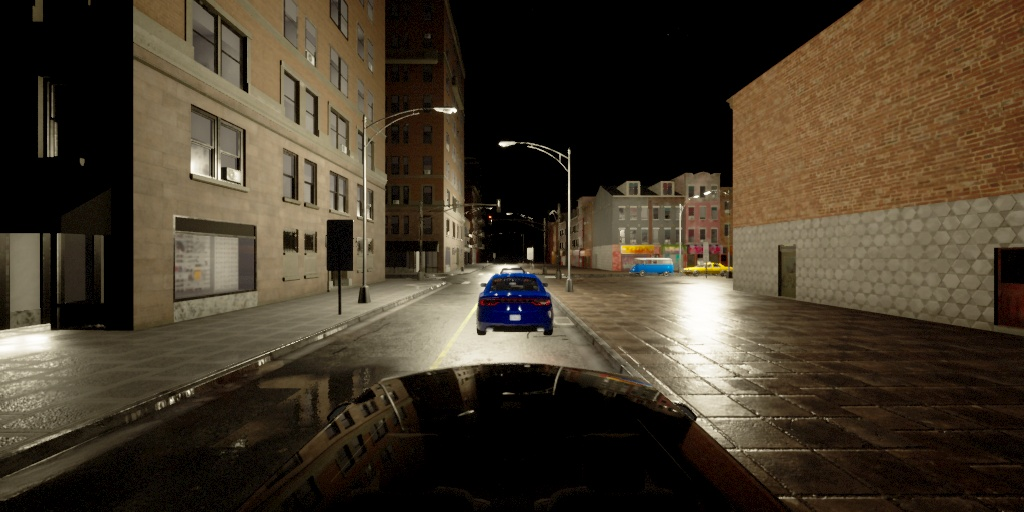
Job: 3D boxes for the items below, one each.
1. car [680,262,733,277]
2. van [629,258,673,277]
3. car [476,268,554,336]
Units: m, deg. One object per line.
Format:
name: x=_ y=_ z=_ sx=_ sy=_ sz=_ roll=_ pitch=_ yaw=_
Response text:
car: x=19.060 y=1.267 z=35.056 sx=4.829 sy=1.417 sz=1.751 roll=0 pitch=0 yaw=0
van: x=13.618 y=1.087 z=35.044 sx=3.998 sy=1.789 sz=1.690 roll=0 pitch=0 yaw=0
car: x=0.069 y=1.227 z=10.488 sx=1.882 sy=1.535 sz=5.008 roll=0 pitch=0 yaw=0
